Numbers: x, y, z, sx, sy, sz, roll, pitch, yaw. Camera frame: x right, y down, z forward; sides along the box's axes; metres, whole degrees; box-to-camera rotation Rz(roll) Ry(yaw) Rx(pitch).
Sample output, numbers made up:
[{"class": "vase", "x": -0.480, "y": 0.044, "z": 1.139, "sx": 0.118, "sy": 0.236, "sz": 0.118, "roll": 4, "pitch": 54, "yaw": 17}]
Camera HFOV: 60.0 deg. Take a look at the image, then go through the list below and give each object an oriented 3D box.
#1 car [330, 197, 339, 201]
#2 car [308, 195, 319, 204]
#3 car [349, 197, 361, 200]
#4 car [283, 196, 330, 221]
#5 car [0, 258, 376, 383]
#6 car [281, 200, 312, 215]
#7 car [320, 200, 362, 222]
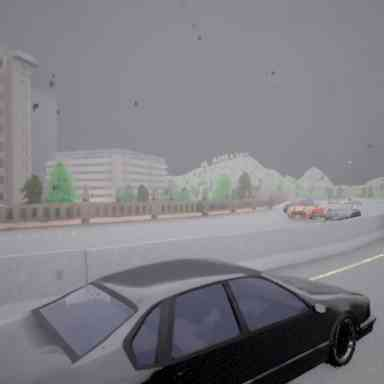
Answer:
[{"class": "car", "x": 27.780, "y": 1.779, "z": 65.505, "sx": 2.128, "sy": 1.511, "sz": 4.902, "roll": -1, "pitch": 0, "yaw": 19}, {"class": "car", "x": 27.452, "y": 1.672, "z": 75.210, "sx": 2.097, "sy": 1.767, "sz": 4.553, "roll": -1, "pitch": 0, "yaw": 19}, {"class": "car", "x": 29.941, "y": 1.734, "z": 61.078, "sx": 1.812, "sy": 1.442, "sz": 4.674, "roll": -1, "pitch": 0, "yaw": 19}, {"class": "car", "x": 9.990, "y": 1.452, "z": 28.883, "sx": 2.097, "sy": 1.767, "sz": 4.553, "roll": -1, "pitch": 0, "yaw": 37}, {"class": "car", "x": 0.115, "y": 1.561, "z": 3.982, "sx": 5.357, "sy": 1.411, "sz": 2.033, "roll": 0, "pitch": 0, "yaw": -37}, {"class": "car", "x": 11.862, "y": 1.698, "z": 37.533, "sx": 2.033, "sy": 1.411, "sz": 5.357, "roll": -1, "pitch": 0, "yaw": 32}, {"class": "car", "x": 11.472, "y": 1.597, "z": 25.067, "sx": 1.812, "sy": 1.442, "sz": 4.674, "roll": 0, "pitch": 0, "yaw": 38}]
